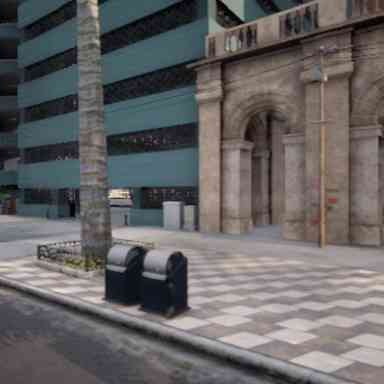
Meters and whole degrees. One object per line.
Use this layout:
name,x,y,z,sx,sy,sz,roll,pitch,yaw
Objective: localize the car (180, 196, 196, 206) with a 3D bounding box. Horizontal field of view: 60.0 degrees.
car,1.187,1.036,24.906,5.566,2.045,2.435,0,0,36
